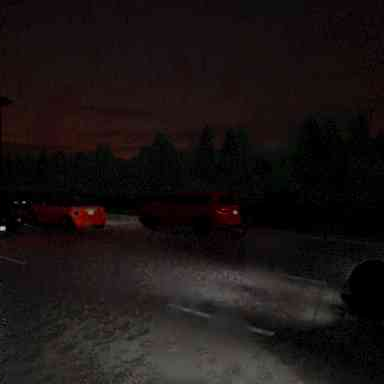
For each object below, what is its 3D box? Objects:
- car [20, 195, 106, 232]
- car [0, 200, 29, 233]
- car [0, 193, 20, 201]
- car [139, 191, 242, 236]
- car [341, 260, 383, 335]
[{"bbox_3d":[-6.603,0.964,17.298,4.553,1.767,2.097,2,1,35],"label":"car"},{"bbox_3d":[-9.749,1.178,15.241,4.718,1.301,1.895,2,1,35],"label":"car"},{"bbox_3d":[-15.374,0.824,27.850,5.357,1.411,2.033,2,1,35],"label":"car"},{"bbox_3d":[-0.168,0.970,17.007,5.566,2.045,2.150,2,1,35],"label":"car"},{"bbox_3d":[4.823,1.631,4.851,4.718,1.301,1.895,2,1,35],"label":"car"}]
